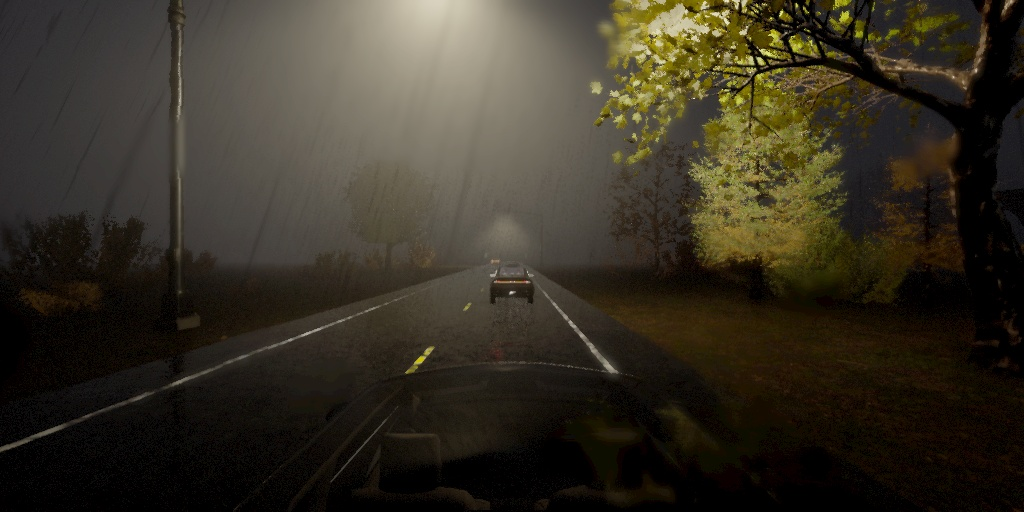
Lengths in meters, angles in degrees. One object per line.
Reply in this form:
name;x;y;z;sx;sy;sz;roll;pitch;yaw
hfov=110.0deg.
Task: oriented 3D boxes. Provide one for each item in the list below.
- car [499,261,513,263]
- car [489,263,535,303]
car;0.000;1.286;31.500;1.812;1.442;4.674;0;0;0
car;0.000;1.244;16.500;2.128;1.511;4.902;0;0;0
